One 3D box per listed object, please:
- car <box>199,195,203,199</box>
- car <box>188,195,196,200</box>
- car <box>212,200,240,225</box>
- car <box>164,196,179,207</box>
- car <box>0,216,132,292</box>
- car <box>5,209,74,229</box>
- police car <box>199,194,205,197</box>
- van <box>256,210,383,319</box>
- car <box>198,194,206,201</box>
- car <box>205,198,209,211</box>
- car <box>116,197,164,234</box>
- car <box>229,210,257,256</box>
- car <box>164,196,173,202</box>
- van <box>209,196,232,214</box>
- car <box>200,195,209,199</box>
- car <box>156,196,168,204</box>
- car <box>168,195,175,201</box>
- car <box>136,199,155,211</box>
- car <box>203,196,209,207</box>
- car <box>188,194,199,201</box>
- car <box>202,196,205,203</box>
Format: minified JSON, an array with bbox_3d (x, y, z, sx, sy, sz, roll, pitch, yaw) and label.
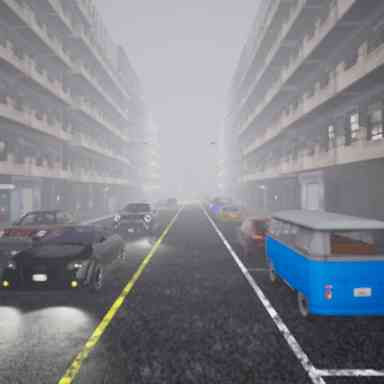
[{"bbox_3d":[2.706,1.629,58.251,1.802,1.307,4.206,-1,0,0],"label":"car"},{"bbox_3d":[0.042,1.609,95.379,2.033,1.411,5.357,0,0,0],"label":"car"},{"bbox_3d":[2.691,1.534,24.312,1.752,1.417,4.829,-1,0,0],"label":"car"},{"bbox_3d":[-3.050,1.538,50.559,1.837,1.490,4.892,0,0,0],"label":"car"},{"bbox_3d":[-3.077,1.565,8.794,1.994,1.385,4.181,0,0,1],"label":"car"},{"bbox_3d":[-5.705,1.441,12.779,1.967,1.590,4.097,-1,0,0],"label":"car"},{"bbox_3d":[3.031,1.493,70.282,1.930,1.638,5.238,0,0,0],"label":"police car"},{"bbox_3d":[2.684,1.343,7.088,1.690,1.788,3.998,-1,0,0],"label":"van"},{"bbox_3d":[2.717,1.428,92.360,2.192,1.841,5.009,-1,0,0],"label":"car"},{"bbox_3d":[2.697,1.600,35.512,1.802,1.307,4.206,-1,0,0],"label":"car"},{"bbox_3d":[-3.046,1.357,19.041,2.097,1.767,4.553,0,0,1],"label":"car"},{"bbox_3d":[2.687,1.585,12.772,1.802,1.307,4.206,-1,0,0],"label":"car"},{"bbox_3d":[-5.665,1.630,80.996,1.887,1.381,4.507,-1,0,0],"label":"car"},{"bbox_3d":[2.692,1.354,29.827,1.690,1.788,3.998,-1,0,0],"label":"van"},{"bbox_3d":[2.703,1.583,52.566,1.887,1.381,4.507,-1,0,0],"label":"car"},{"bbox_3d":[-5.672,1.580,63.773,1.752,1.417,4.829,-1,0,0],"label":"car"},{"bbox_3d":[-5.660,1.656,92.366,1.887,1.381,4.507,-1,0,0],"label":"car"},{"bbox_3d":[-5.681,1.604,41.203,1.802,1.307,4.206,-1,0,0],"label":"car"},{"bbox_3d":[2.699,1.590,41.196,1.947,1.339,4.313,-1,0,0],"label":"car"},{"bbox_3d":[0.037,1.311,83.943,2.097,1.767,4.553,0,0,0],"label":"car"},{"bbox_3d":[2.702,1.613,46.881,1.802,1.307,4.206,-1,0,0],"label":"car"}]
